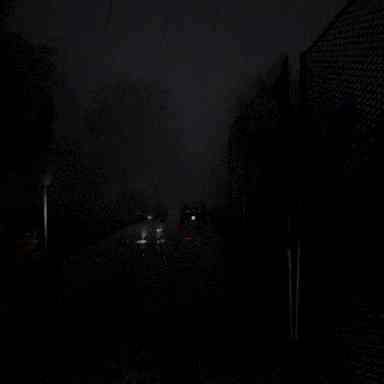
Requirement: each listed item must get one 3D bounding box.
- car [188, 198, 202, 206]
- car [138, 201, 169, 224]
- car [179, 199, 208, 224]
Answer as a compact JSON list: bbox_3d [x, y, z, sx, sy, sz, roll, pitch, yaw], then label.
[{"bbox_3d":[0.632,1.985,66.299,1.882,1.535,5.008,0,-1,9],"label":"car"},{"bbox_3d":[-2.814,1.468,24.793,2.128,1.511,4.902,0,0,1],"label":"car"},{"bbox_3d":[0.115,1.479,24.424,1.837,1.490,4.892,0,-1,1],"label":"car"}]
